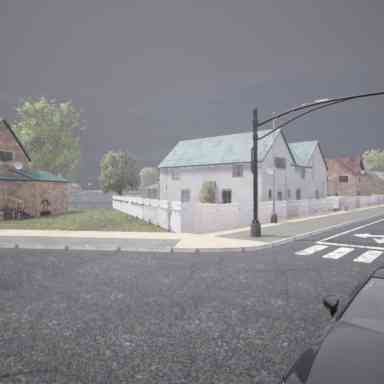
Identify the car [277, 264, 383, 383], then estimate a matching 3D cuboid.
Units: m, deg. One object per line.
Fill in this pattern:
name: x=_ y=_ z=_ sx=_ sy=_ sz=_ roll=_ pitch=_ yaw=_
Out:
car: x=2.531 y=1.524 z=3.416 sx=1.812 sy=1.442 sz=4.674 roll=0 pitch=0 yaw=42
